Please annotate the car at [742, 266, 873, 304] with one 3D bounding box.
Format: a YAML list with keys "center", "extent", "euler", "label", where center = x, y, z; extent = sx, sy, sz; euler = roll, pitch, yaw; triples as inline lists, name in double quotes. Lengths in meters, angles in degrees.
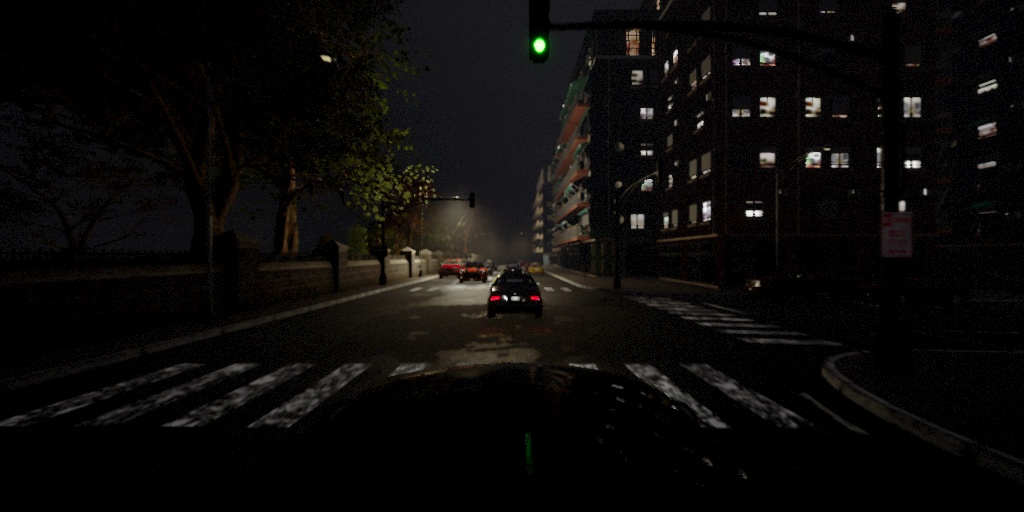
- center: [14.595, 1.402, 18.199]
  extent: [5.009, 1.841, 2.192]
  euler: [0, 0, 0]
  label: "car"

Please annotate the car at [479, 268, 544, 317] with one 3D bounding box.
- center: [0.096, 1.342, 13.366]
  extent: [2.033, 1.411, 5.357]
  euler: [0, 0, 0]
  label: "car"

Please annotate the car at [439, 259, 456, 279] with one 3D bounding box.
- center: [-5.697, 1.198, 34.780]
  extent: [2.192, 1.841, 5.009]
  euler: [0, 0, 0]
  label: "car"

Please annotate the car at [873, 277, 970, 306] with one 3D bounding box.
- center: [20.290, 1.736, 18.218]
  extent: [4.507, 1.381, 1.888]
  euler: [0, 0, 0]
  label: "car"

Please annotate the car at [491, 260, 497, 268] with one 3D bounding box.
- center: [-3.097, 1.399, 40.170]
  extent: [2.128, 1.511, 4.902]
  euler: [0, 0, 0]
  label: "car"

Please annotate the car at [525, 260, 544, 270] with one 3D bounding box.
- center: [2.682, 1.433, 40.488]
  extent: [1.751, 1.417, 4.829]
  euler: [0, 0, 0]
  label: "car"

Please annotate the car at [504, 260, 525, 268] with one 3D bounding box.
- center: [0.091, 1.469, 39.867]
  extent: [1.994, 1.385, 4.181]
  euler: [0, 0, 0]
  label: "car"

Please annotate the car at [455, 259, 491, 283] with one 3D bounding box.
- center: [-3.077, 1.212, 29.479]
  extent: [2.097, 1.767, 4.553]
  euler: [0, 0, 0]
  label: "car"
